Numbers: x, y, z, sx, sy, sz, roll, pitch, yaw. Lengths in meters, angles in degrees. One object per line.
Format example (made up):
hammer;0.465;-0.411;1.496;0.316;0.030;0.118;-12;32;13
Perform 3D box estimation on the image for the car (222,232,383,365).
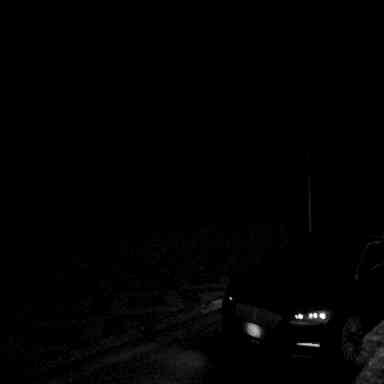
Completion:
car;2.564;1.554;6.086;4.902;1.511;2.128;0;-1;-44
